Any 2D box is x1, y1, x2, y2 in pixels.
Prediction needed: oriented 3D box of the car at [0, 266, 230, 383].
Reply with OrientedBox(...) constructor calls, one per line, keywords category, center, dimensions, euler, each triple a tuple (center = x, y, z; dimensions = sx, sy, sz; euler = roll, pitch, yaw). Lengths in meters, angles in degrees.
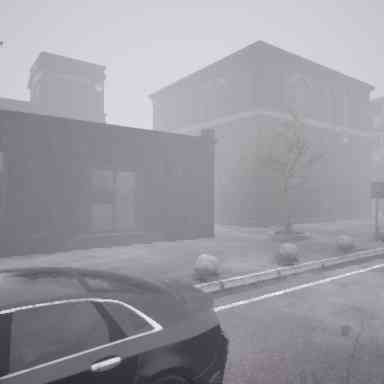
OrientedBox(category="car", center=(-1.894, 1.505, 2.640), dimensions=(4.892, 1.490, 1.837), euler=(0, 0, -36))
